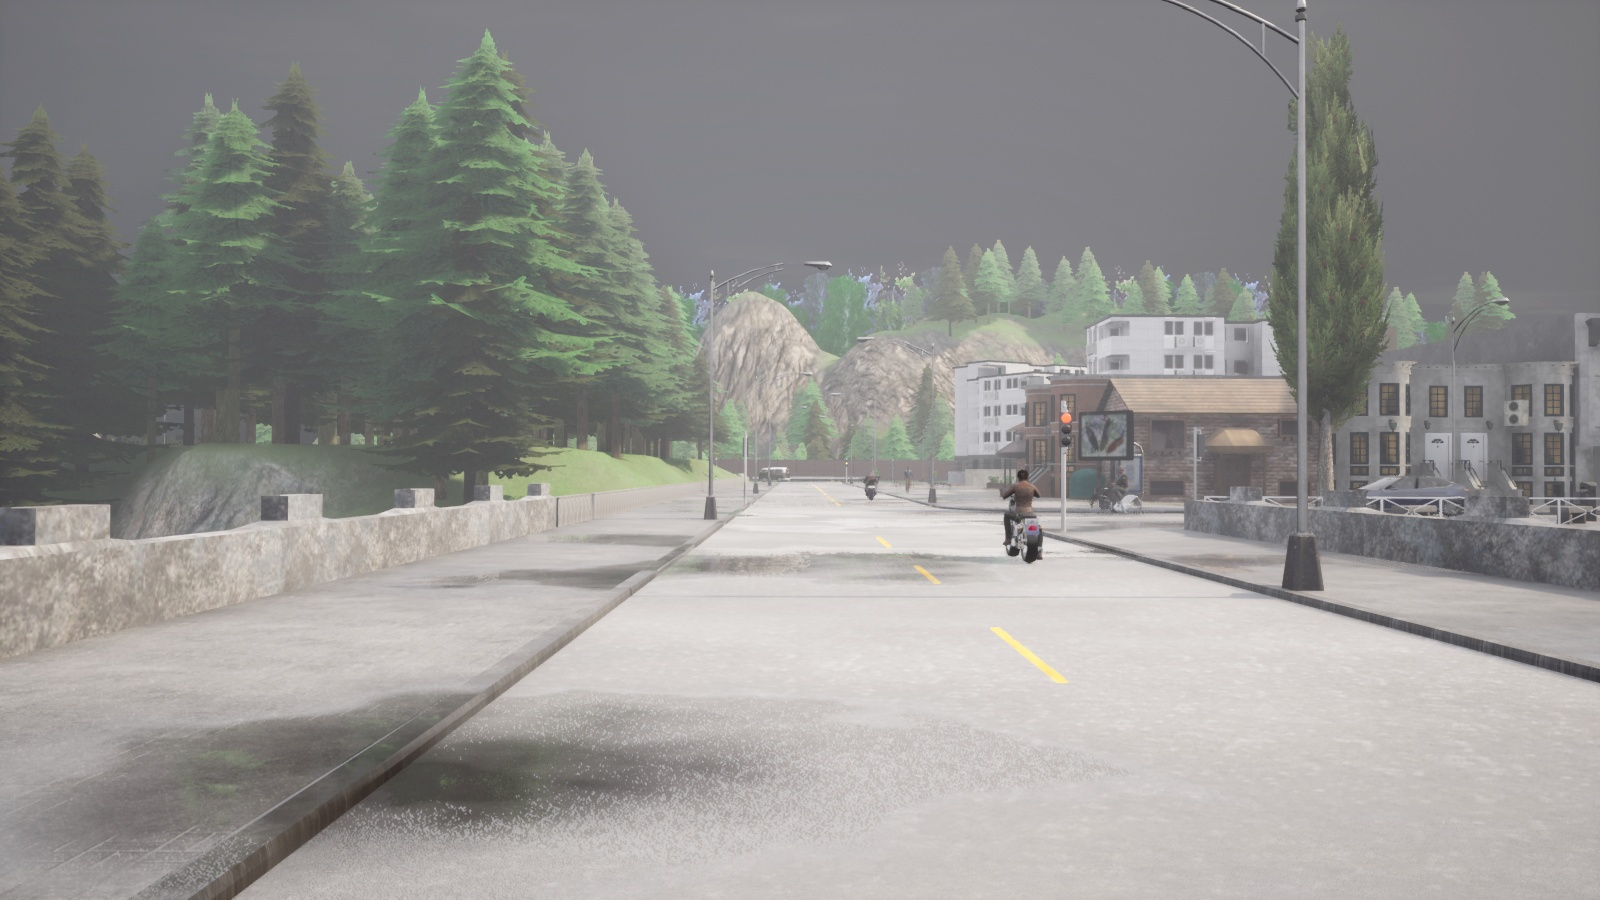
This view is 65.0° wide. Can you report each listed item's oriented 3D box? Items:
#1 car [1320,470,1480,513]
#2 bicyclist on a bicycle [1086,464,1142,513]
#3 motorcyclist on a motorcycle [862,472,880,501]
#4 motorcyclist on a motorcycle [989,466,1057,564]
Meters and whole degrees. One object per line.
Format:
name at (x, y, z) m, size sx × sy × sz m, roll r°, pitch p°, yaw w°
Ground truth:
car at (21.789, 1.494, 45.763) m, size 4.792 × 1.488 × 2.163 m, roll 0°, pitch -1°, yaw 0°
bicyclist on a bicycle at (11.414, 1.404, 45.687) m, size 1.843 × 1.776 × 0.659 m, roll 0°, pitch -1°, yaw -2°
motorcyclist on a motorcycle at (3.832, 1.975, 68.108) m, size 0.866 × 1.530 × 2.191 m, roll 0°, pitch -1°, yaw 0°
motorcyclist on a motorcycle at (3.944, 1.124, 22.380) m, size 0.766 × 1.649 × 2.350 m, roll 0°, pitch -1°, yaw 0°
